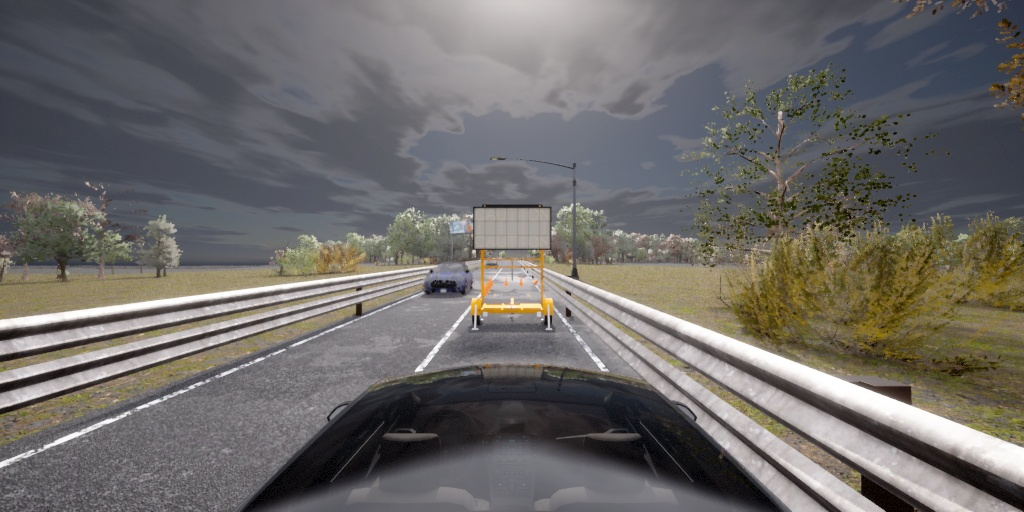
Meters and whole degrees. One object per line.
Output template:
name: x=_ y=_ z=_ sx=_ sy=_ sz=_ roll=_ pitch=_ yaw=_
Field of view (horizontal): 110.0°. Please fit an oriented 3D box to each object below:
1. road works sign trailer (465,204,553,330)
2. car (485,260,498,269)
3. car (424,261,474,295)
road works sign trailer: x=0.009 y=0.218 z=11.109 sx=2.380 sy=3.560 sz=2.880 roll=0 pitch=0 yaw=0
car: x=-3.256 y=1.318 z=57.677 sx=2.033 sy=1.411 sz=5.357 roll=0 pitch=0 yaw=0
car: x=-3.352 y=1.109 z=19.758 sx=2.097 sy=1.767 sz=4.553 roll=0 pitch=0 yaw=0
